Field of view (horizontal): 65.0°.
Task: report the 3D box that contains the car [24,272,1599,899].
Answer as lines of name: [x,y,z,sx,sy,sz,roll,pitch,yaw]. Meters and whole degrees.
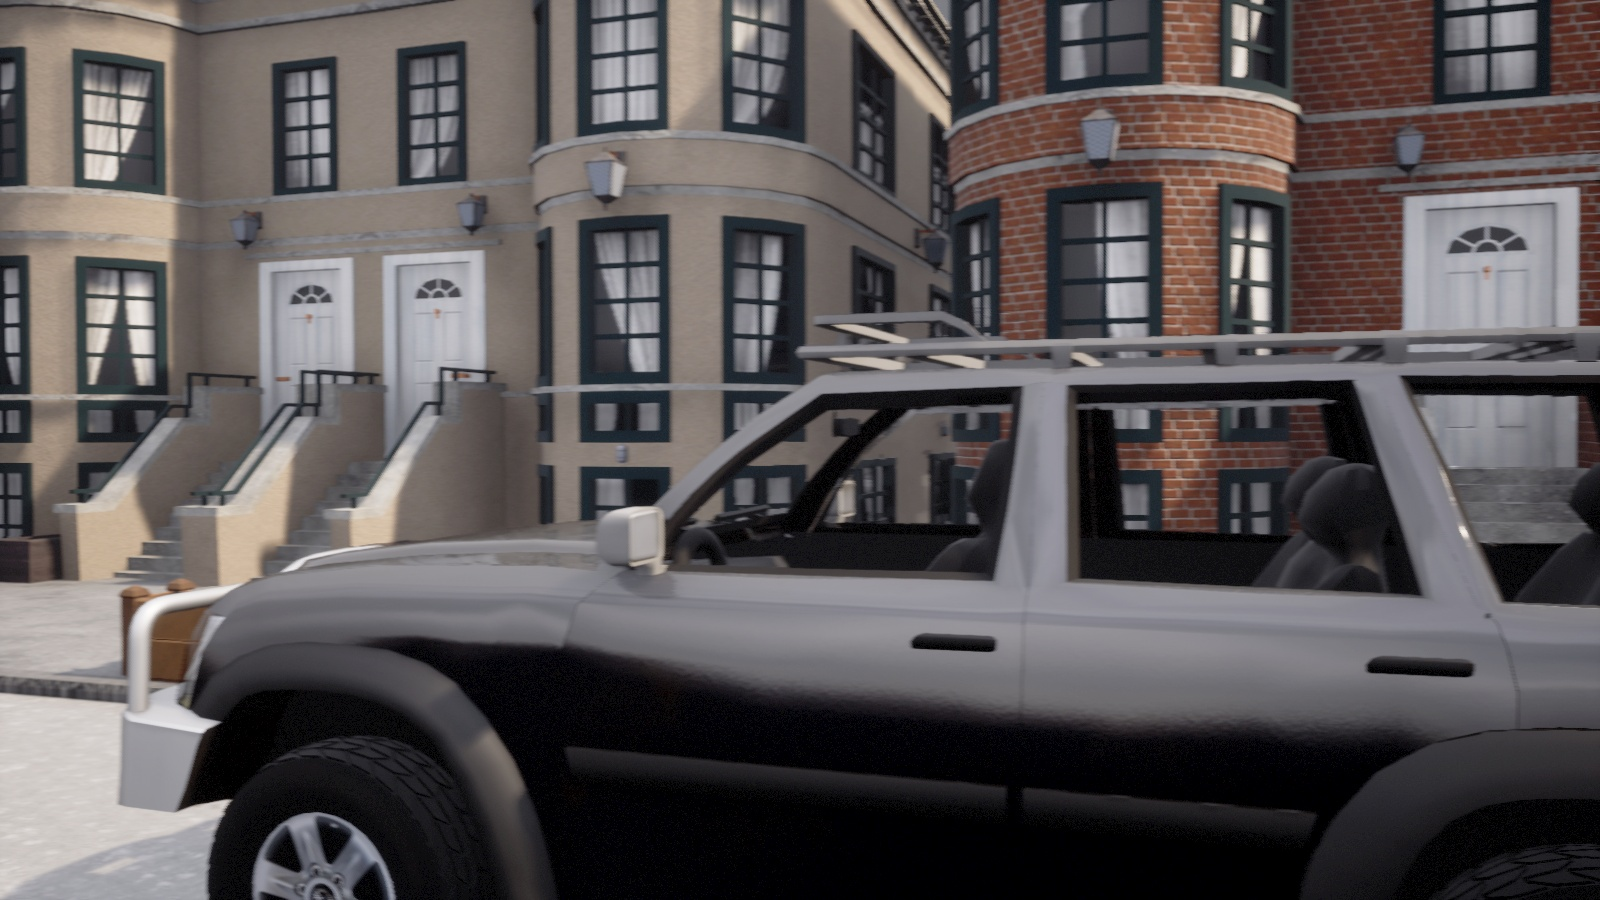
car: [0.389,0.587,3.588,4.605,1.855,1.932,1,1,19]
